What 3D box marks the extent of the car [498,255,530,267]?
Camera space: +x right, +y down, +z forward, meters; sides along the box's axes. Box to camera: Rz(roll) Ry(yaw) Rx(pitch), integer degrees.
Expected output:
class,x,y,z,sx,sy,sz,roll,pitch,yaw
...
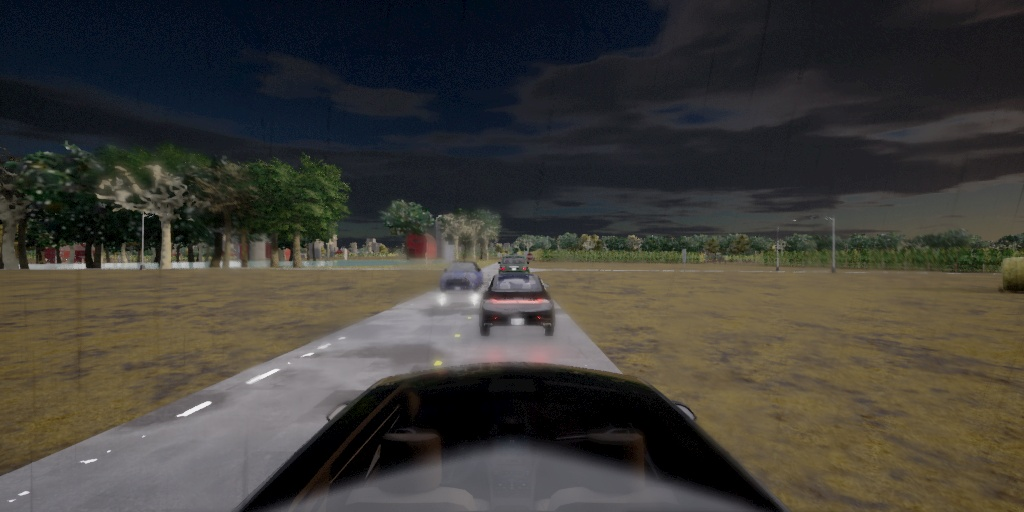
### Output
class,x,y,z,sx,sy,sz,roll,pitch,yaw
car,0.135,0.966,26.564,2.150,2.045,5.566,0,0,0

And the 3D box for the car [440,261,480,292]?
class,x,y,z,sx,sy,sz,roll,pitch,yaw
car,-2.821,1.098,20.937,2.097,1.767,4.553,0,0,0

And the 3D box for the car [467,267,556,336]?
class,x,y,z,sx,sy,sz,roll,pitch,yaw
car,0.115,1.241,10.364,2.128,1.511,4.902,0,0,0
